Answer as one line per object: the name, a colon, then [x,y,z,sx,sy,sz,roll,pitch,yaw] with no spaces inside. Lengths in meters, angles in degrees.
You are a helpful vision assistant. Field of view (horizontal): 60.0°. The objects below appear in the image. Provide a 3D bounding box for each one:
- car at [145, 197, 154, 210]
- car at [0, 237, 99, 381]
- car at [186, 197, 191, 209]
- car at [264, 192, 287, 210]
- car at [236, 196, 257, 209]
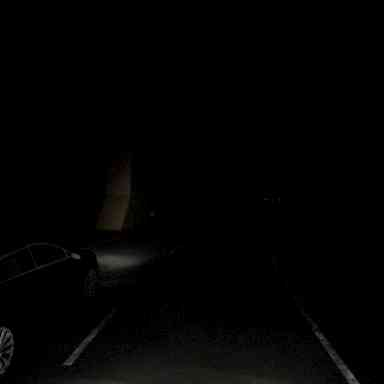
car: [-6.091,1.249,37.257,1.882,1.535,5.008,0,0,21]
car: [-3.021,1.452,5.246,2.128,1.511,4.902,0,0,4]
car: [-1.617,1.266,39.156,2.128,1.511,4.902,0,0,21]
car: [9.870,1.029,39.228,2.150,2.045,5.566,0,0,21]
car: [6.832,1.265,41.080,1.882,1.535,5.008,0,1,21]
